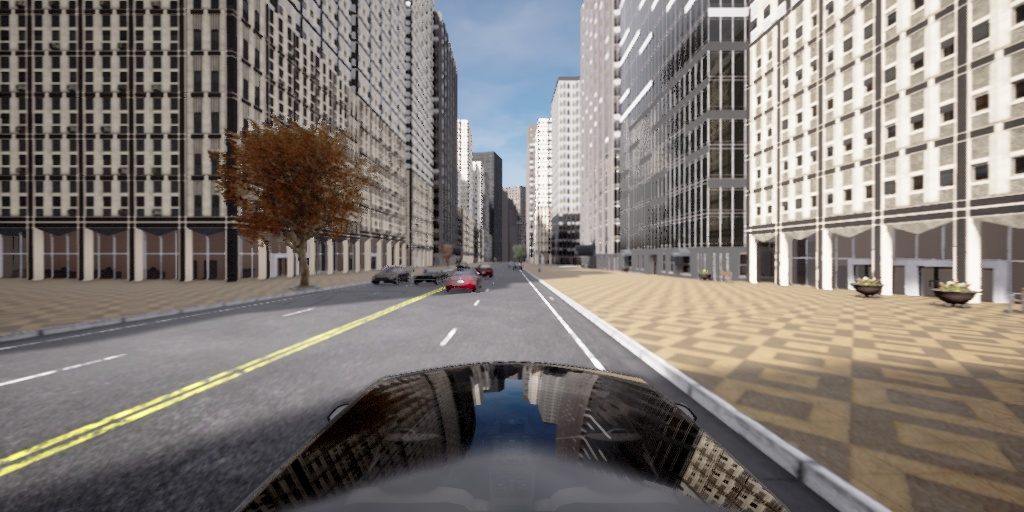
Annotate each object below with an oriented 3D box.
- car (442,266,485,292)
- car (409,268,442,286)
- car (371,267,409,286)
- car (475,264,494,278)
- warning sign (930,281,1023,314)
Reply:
[{"bbox_3d":[-3.158,1.581,24.010,1.994,1.385,4.181,0,-1,0],"label":"car"},{"bbox_3d":[-6.610,1.681,29.259,1.895,1.301,4.718,0,-1,0],"label":"car"},{"bbox_3d":[-9.861,1.634,29.797,2.033,1.411,5.357,0,-1,0],"label":"car"},{"bbox_3d":[-3.165,1.710,41.974,1.882,1.535,5.008,0,-1,0],"label":"car"},{"bbox_3d":[2.851,0.862,1.391,1.300,1.860,1.060,0,0,0],"label":"warning sign"}]
